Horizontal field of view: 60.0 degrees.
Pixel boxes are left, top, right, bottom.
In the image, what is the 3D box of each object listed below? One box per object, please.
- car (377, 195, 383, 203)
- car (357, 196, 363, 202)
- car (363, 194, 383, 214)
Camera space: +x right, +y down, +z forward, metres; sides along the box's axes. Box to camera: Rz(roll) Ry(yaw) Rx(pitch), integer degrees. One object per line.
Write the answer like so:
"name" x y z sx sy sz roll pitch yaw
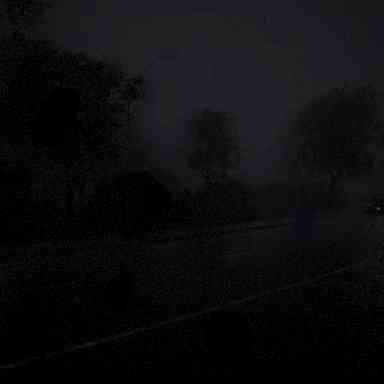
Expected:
"car" 39.522 1.430 68.055 1.812 1.442 4.674 0 0 16
"car" 36.681 1.502 71.046 1.895 1.301 4.718 0 0 16
"car" 19.447 1.216 34.128 2.150 2.045 5.566 0 0 35
